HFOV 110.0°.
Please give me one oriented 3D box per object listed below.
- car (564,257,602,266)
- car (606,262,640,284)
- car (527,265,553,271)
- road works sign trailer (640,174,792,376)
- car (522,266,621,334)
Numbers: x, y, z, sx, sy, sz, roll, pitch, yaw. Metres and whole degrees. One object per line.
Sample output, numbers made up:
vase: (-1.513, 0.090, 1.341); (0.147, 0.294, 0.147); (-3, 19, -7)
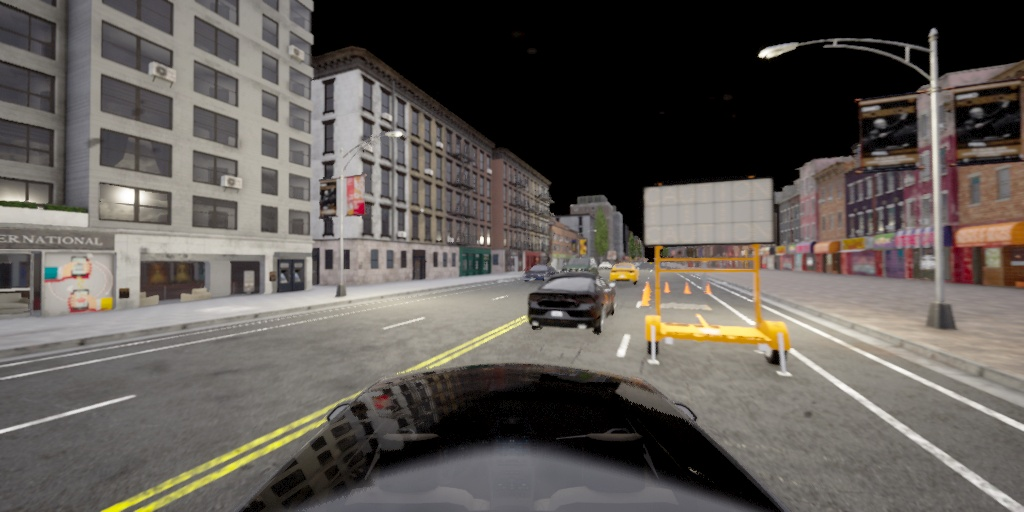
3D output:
car: (5.604, 1.096, 29.203); (2.150, 2.045, 5.566); (-1, -1, 22)
car: (8.773, 1.313, 27.813); (1.882, 1.535, 5.008); (-1, -1, 22)
car: (2.520, 1.457, 30.209); (2.033, 1.411, 5.357); (-1, -1, 22)
road works sign trailer: (4.069, 0.183, 7.560); (2.380, 3.560, 2.880); (0, 0, 22)
car: (1.993, 1.232, 10.880); (1.882, 1.535, 5.008); (-1, 0, 22)
